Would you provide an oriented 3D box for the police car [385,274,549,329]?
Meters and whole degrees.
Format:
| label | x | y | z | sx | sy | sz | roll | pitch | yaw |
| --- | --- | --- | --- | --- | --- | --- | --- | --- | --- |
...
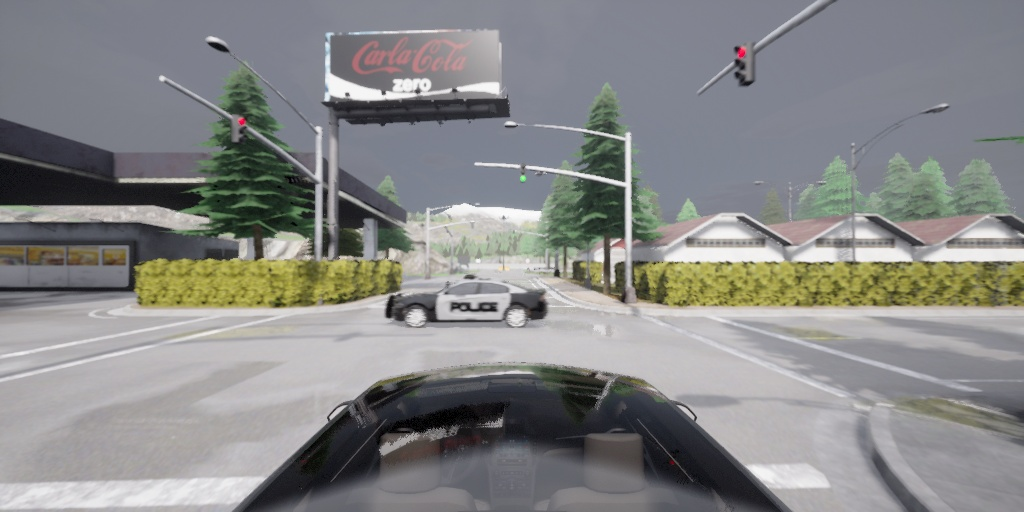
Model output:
| label | x | y | z | sx | sy | sz | roll | pitch | yaw |
| --- | --- | --- | --- | --- | --- | --- | --- | --- | --- |
| police car | -1.408 | 1.420 | 11.753 | 5.238 | 1.638 | 1.930 | 0 | -2 | 0 |
